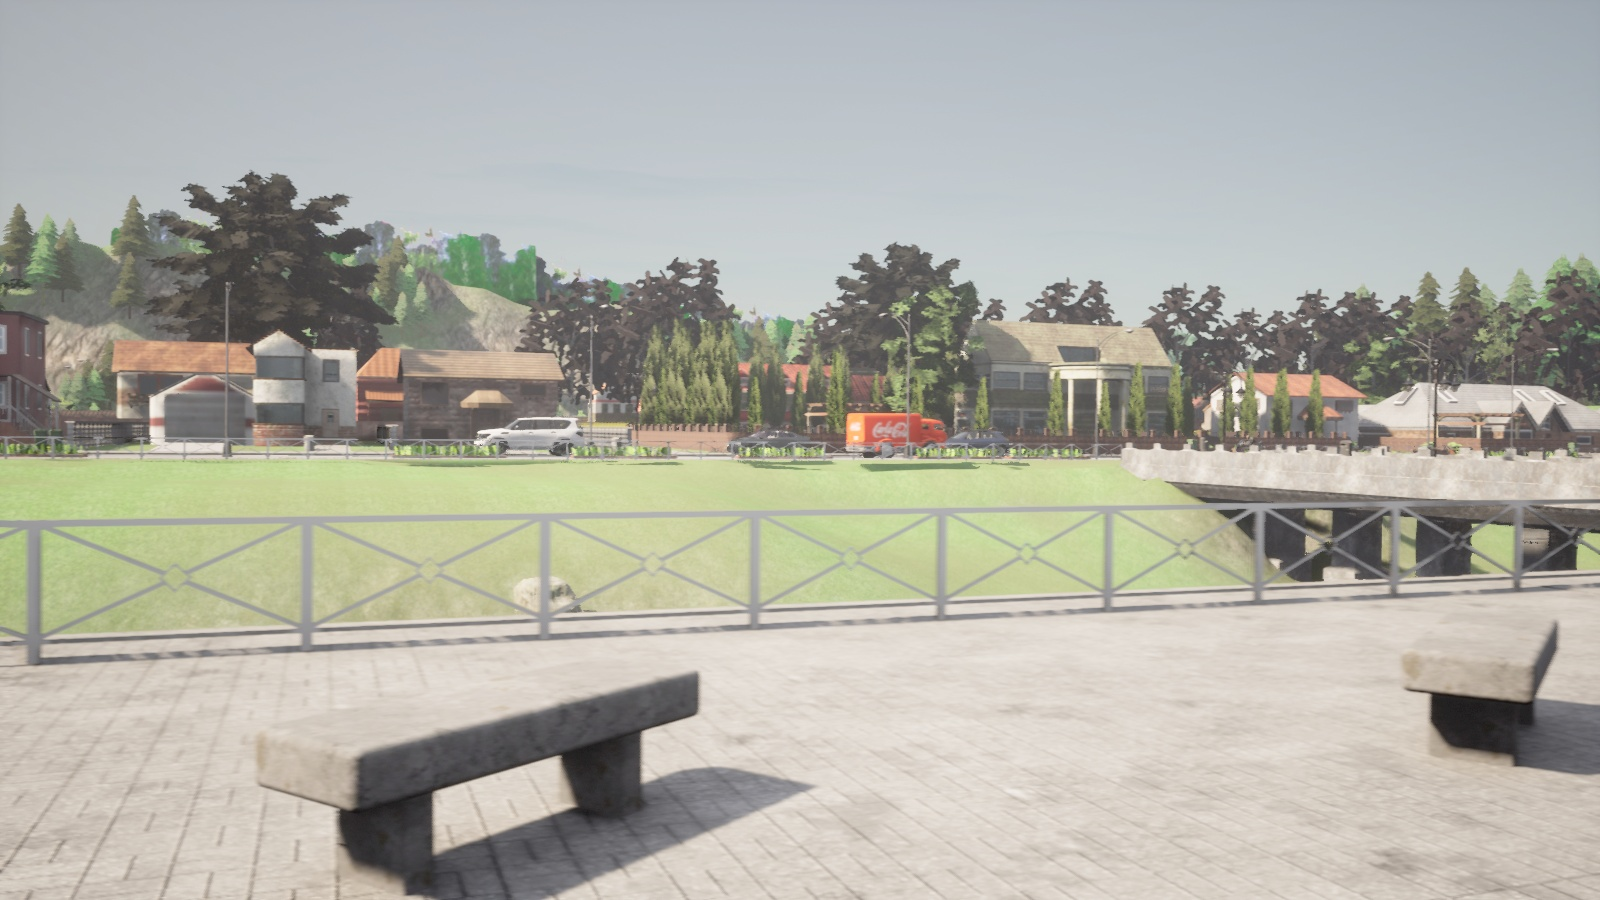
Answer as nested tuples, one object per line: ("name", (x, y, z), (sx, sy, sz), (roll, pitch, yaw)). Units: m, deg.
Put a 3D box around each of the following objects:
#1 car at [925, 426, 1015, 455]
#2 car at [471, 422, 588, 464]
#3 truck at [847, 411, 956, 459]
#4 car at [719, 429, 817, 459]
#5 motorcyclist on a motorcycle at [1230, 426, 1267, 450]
("car", (9.948, -0.576, 73.532), (4.856, 1.649, 2.033), (-1, 1, -21))
("car", (-13.879, -0.382, 64.489), (5.566, 2.045, 2.150), (-1, 1, -21))
("truck", (5.458, -0.847, 67.545), (5.204, 2.467, 2.627), (-1, 1, -21))
("car", (-1.761, -0.351, 69.090), (4.902, 1.511, 2.128), (-1, 1, -21))
("motorcyclist on a motorcycle", (28.847, -0.792, 80.704), (2.191, 1.530, 0.866), (-1, 1, -21))
